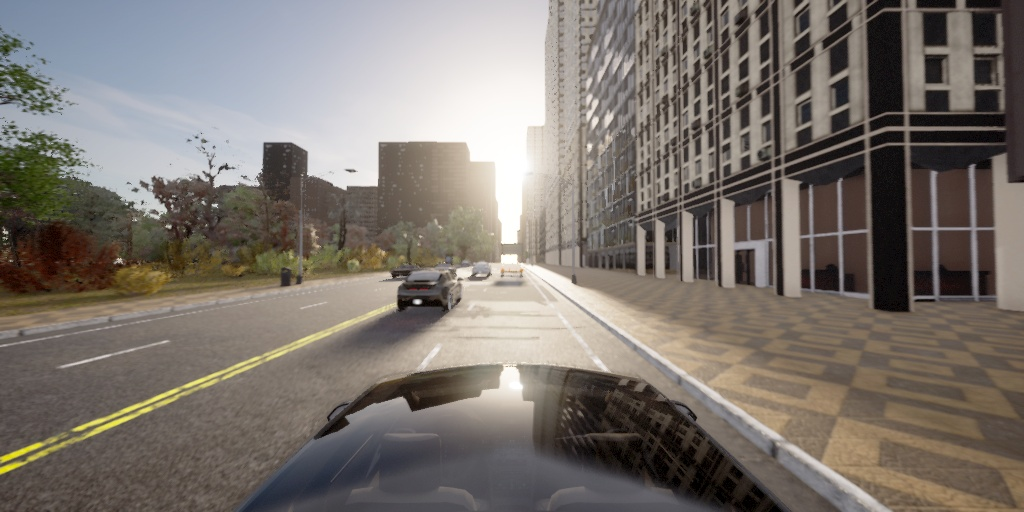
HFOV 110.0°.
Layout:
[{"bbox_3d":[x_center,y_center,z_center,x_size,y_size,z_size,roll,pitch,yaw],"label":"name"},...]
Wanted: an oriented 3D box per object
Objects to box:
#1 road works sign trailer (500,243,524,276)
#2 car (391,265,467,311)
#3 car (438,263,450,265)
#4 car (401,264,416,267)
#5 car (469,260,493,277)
[{"bbox_3d":[0.012,0.329,39.246,2.380,3.560,2.880,0,0,0],"label":"road works sign trailer"},{"bbox_3d":[-3.177,1.285,14.525,1.837,1.490,4.892,0,0,0],"label":"car"},{"bbox_3d":[-6.579,1.407,34.749,1.994,1.385,4.181,0,0,0],"label":"car"},{"bbox_3d":[-9.834,1.440,33.814,1.895,1.301,4.718,0,0,0],"label":"car"},{"bbox_3d":[-3.145,1.383,37.879,1.812,1.442,4.674,0,0,0],"label":"car"}]
